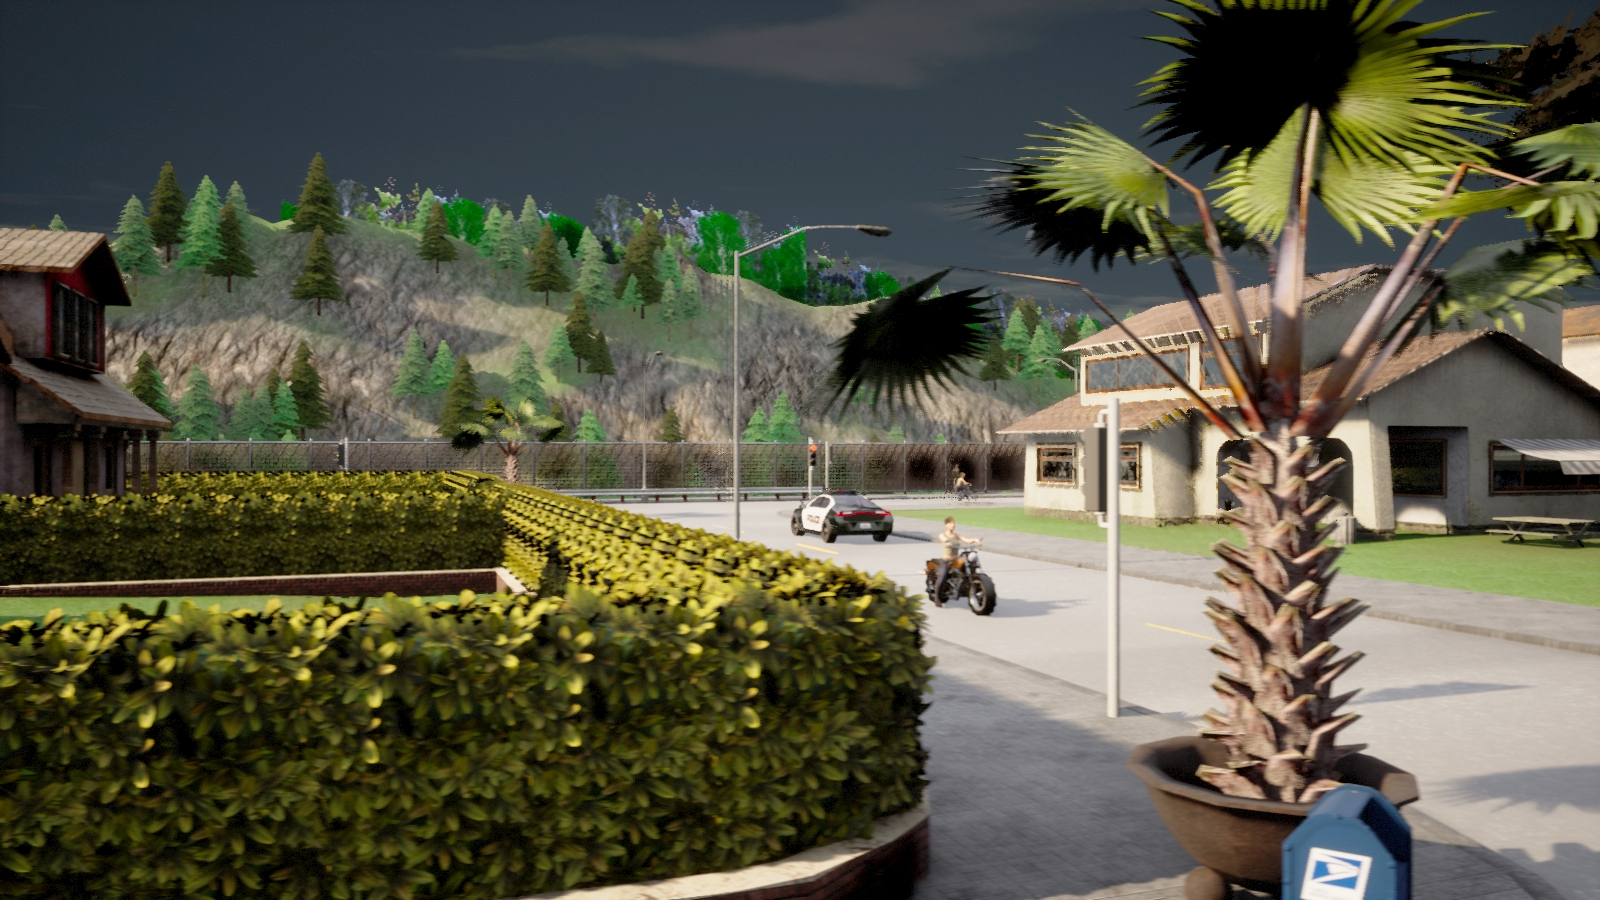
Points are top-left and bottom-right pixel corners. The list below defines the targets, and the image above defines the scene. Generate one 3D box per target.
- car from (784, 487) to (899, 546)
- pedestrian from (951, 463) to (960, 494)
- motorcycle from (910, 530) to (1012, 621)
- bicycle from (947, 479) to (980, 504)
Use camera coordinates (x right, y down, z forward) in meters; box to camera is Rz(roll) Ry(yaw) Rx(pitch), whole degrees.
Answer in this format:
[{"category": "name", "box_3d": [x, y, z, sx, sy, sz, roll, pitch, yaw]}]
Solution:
[{"category": "car", "box_3d": [1.212, 2.038, 36.107, 2.038, 1.542, 4.974, 0, 0, -18]}, {"category": "pedestrian", "box_3d": [9.386, 1.745, 69.088, 0.375, 1.860, 0.375, 0, 0, -28]}, {"category": "motorcycle", "box_3d": [2.792, 2.155, 20.076, 0.764, 1.307, 2.356, 0, 0, -20]}, {"category": "bicycle", "box_3d": [8.550, 2.158, 59.634, 1.487, 1.276, 0.859, 0, 0, -20]}]
